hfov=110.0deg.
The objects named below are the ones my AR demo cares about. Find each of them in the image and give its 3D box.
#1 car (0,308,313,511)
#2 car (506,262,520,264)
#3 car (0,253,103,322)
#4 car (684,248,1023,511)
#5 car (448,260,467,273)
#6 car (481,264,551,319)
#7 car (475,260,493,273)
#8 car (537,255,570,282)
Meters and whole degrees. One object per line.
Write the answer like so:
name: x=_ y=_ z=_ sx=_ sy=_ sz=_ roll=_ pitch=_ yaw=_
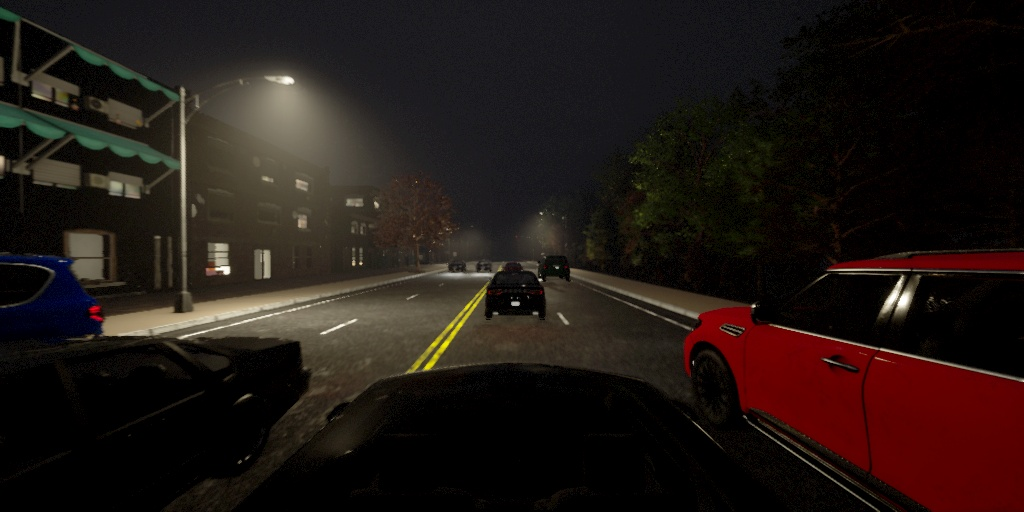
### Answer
car: x=-3.351 y=1.297 z=2.010 sx=2.033 sy=1.411 sz=5.357 roll=0 pitch=0 yaw=0
car: x=0.103 y=1.271 z=31.014 sx=1.812 sy=1.442 sz=4.674 roll=0 pitch=0 yaw=0
car: x=-6.601 y=0.972 z=2.526 sx=2.150 sy=2.045 sz=5.566 roll=0 pitch=0 yaw=0
car: x=3.361 y=0.971 z=2.430 sx=2.150 sy=2.045 sz=5.566 roll=0 pitch=0 yaw=0
car: x=-6.660 y=1.237 z=44.074 sx=2.128 sy=1.511 sz=4.902 roll=0 pitch=0 yaw=-1
car: x=0.102 y=1.226 z=12.803 sx=1.882 sy=1.535 sz=5.008 roll=0 pitch=0 yaw=0
car: x=-3.411 y=1.237 z=44.126 sx=2.128 sy=1.511 sz=4.902 roll=0 pitch=0 yaw=-1
car: x=3.353 y=0.967 z=29.313 sx=2.150 sy=2.045 sz=5.566 roll=0 pitch=0 yaw=0
